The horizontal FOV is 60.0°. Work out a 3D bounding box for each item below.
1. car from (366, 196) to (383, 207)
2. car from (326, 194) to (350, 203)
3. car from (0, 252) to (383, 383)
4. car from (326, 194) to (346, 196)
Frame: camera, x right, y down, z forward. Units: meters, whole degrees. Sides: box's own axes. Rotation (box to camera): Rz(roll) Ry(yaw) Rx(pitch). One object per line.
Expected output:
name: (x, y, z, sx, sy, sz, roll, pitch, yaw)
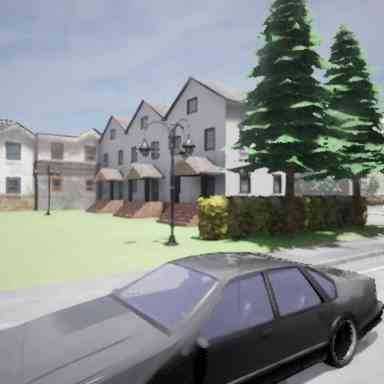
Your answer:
car: (28.212, 1.320, 49.943, 1.932, 1.855, 4.605, 0, 0, -36)
car: (33.081, 1.401, 75.397, 1.932, 1.855, 4.605, 0, 0, -36)
car: (0.376, 1.559, 4.252, 5.357, 1.411, 2.033, 0, 0, -35)
car: (30.966, 1.368, 73.363, 1.905, 1.878, 3.866, 0, 0, -36)
